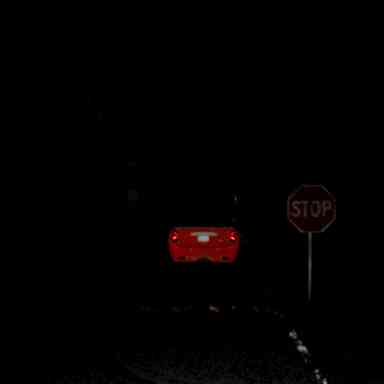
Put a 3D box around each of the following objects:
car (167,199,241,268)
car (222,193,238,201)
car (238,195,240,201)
[{"bbox_3d":[0.417,1.281,11.194,2.097,1.767,4.553,0,0,3],"label":"car"},{"bbox_3d":[6.417,1.115,58.306,2.128,1.511,4.902,0,0,13],"label":"car"},{"bbox_3d":[8.639,1.029,68.266,1.837,1.490,4.892,0,0,14],"label":"car"}]
